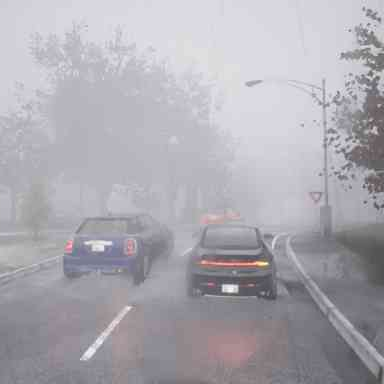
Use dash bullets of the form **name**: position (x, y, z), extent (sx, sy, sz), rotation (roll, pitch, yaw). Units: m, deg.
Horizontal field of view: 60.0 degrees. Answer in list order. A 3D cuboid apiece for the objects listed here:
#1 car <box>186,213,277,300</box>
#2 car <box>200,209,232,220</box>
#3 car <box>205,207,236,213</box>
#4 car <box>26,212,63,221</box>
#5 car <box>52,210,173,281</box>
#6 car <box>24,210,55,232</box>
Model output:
- **car**: position (1.012, 1.506, 8.451), extent (1.837, 1.490, 4.892), rotation (-1, 0, 8)
- **car**: position (4.331, 4.083, 60.774), extent (5.566, 2.045, 2.150), rotation (-2, -5, 35)
- **car**: position (2.325, 1.920, 24.059), extent (2.097, 1.767, 4.553), rotation (-2, -4, 25)
- **car**: position (-25.391, 4.173, 57.358), extent (2.033, 1.411, 5.357), rotation (-3, -5, 40)
- **car**: position (-1.958, 1.386, 10.177), extent (2.097, 1.767, 4.553), rotation (-1, 0, 9)
- **car**: position (-9.011, 1.983, 23.188), extent (5.008, 1.535, 1.882), rotation (0, -4, 2)
